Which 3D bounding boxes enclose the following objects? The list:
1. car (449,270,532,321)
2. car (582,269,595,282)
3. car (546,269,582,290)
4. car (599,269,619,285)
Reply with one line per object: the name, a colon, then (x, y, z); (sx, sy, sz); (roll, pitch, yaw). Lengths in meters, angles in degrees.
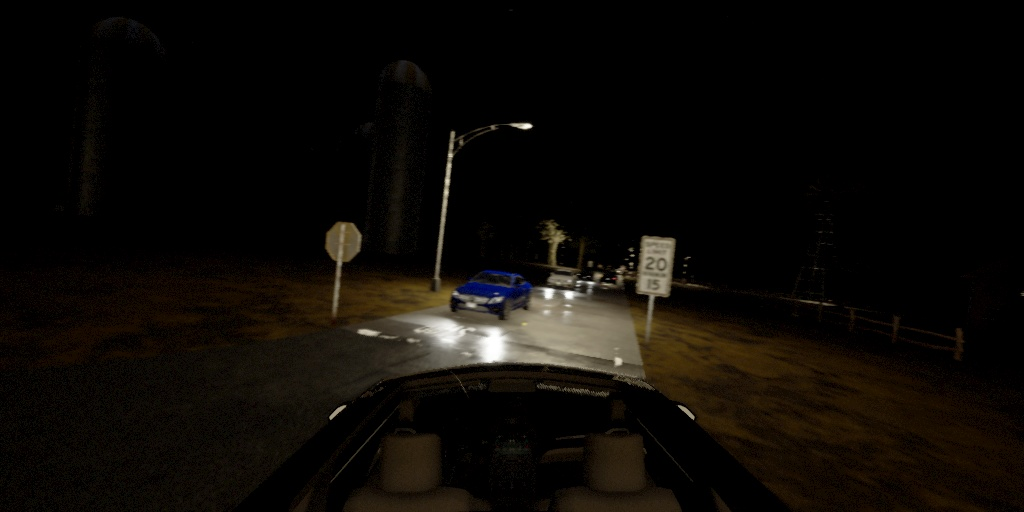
car: (-0.516, 1.244, 12.727); (1.812, 1.442, 4.674); (6, 0, 16)
car: (9.490, 2.436, 45.911); (1.837, 1.490, 4.892); (6, 0, 17)
car: (4.060, 1.779, 28.073); (1.812, 1.442, 4.674); (6, 0, 17)
car: (11.523, 2.661, 42.816); (1.994, 1.385, 4.181); (6, 0, 17)
